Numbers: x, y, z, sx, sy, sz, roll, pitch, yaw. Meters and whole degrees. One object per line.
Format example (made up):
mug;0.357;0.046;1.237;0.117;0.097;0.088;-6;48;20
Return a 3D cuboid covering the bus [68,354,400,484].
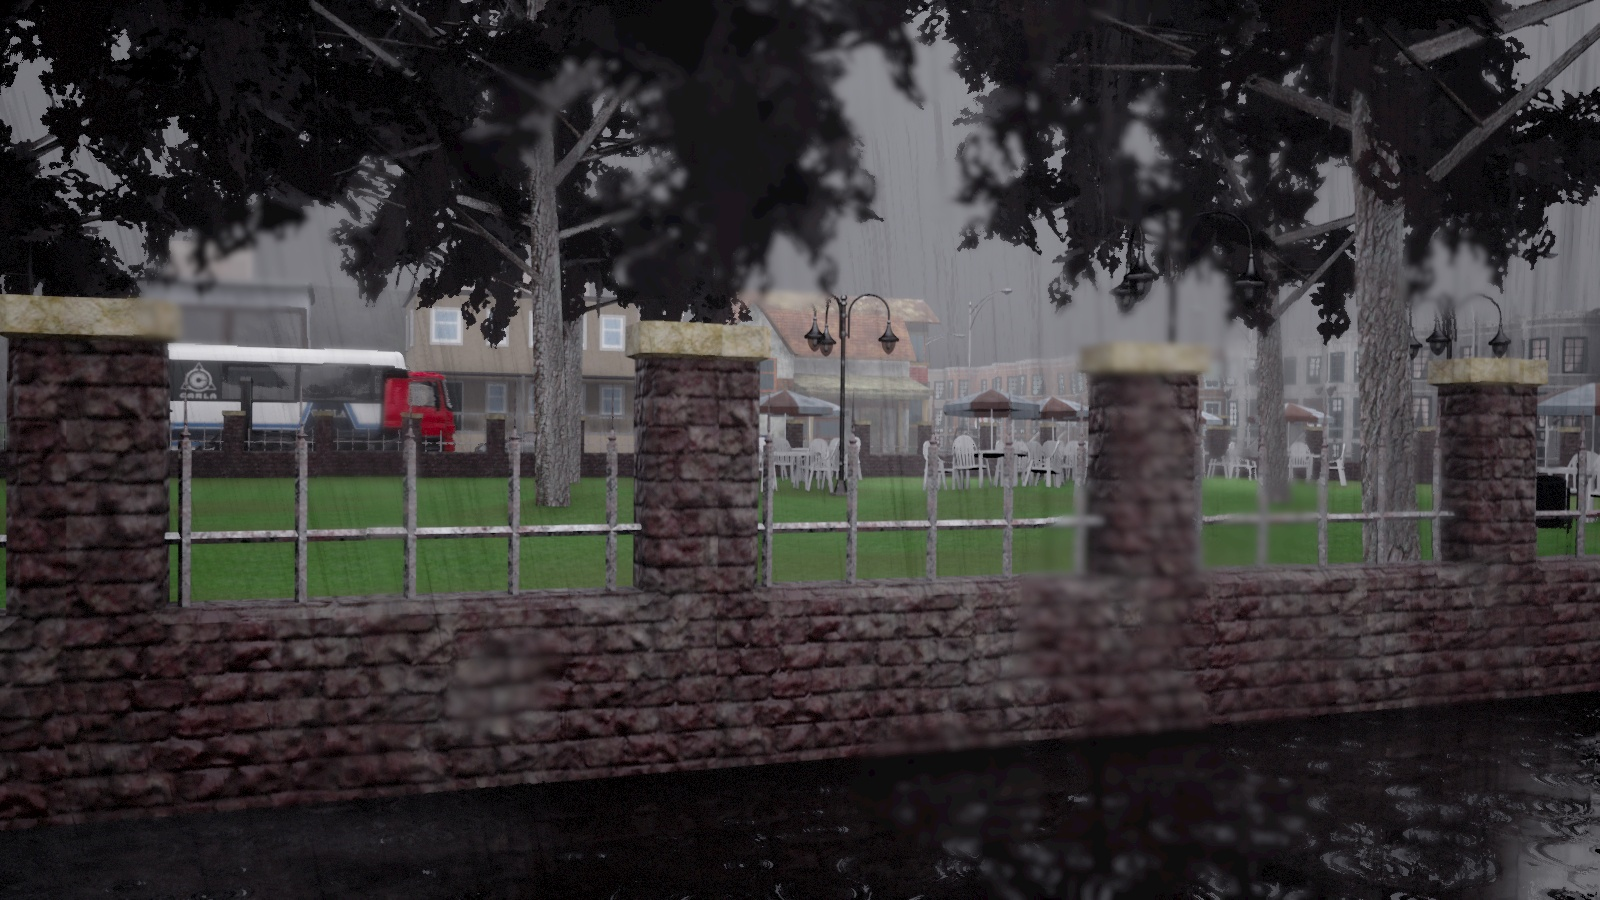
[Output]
bus;-19.740;-1.095;44.683;10.273;4.253;3.944;-1;1;-20

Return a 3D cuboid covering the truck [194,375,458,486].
truck;-15.679;-0.696;41.947;7.936;3.462;2.891;-1;1;-21

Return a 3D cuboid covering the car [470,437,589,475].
car;-10.402;0.201;48.242;4.181;1.385;1.994;-1;1;-21

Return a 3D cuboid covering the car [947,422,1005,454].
car;10.745;-0.722;76.894;1.905;1.878;3.866;-1;1;-21
